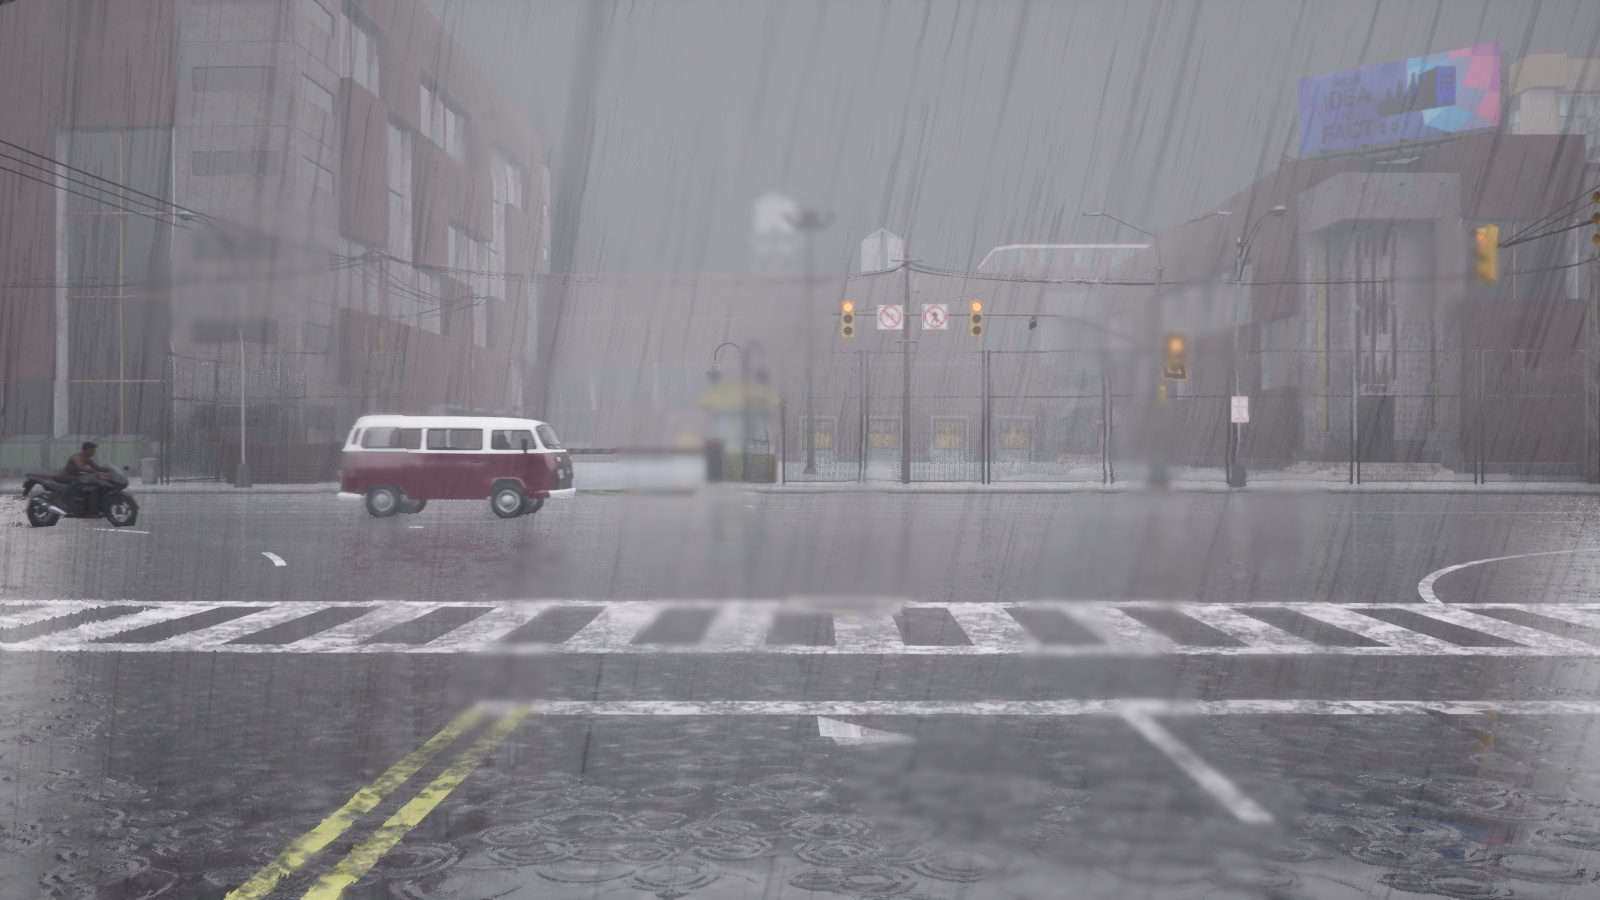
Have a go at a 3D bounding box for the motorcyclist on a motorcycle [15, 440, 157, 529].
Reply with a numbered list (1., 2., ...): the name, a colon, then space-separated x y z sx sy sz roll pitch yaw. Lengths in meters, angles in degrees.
1. motorcyclist on a motorcycle: -12.498 0.594 22.014 2.044 1.523 0.797 0 0 1

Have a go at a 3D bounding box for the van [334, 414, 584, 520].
1. van: -6.794 0.321 25.402 4.480 2.038 2.069 0 0 1
